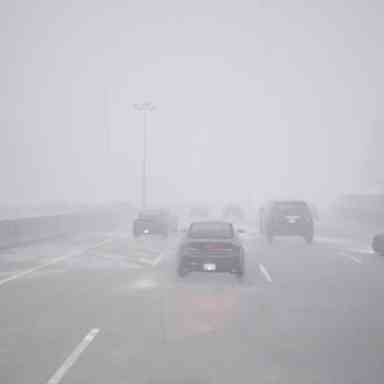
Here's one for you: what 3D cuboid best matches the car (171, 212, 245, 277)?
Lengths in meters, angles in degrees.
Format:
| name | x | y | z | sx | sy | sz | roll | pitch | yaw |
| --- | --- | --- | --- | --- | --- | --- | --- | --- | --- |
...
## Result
| name | x | y | z | sx | sy | sz | roll | pitch | yaw |
| --- | --- | --- | --- | --- | --- | --- | --- | --- | --- |
| car | 0.649 | 1.638 | 10.733 | 1.837 | 1.490 | 4.892 | 0 | 0 | 5 |

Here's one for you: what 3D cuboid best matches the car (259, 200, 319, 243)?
| name | x | y | z | sx | sy | sz | roll | pitch | yaw |
| --- | --- | --- | --- | --- | --- | --- | --- | --- | --- |
| car | 4.882 | 1.441 | 17.688 | 2.150 | 2.045 | 5.566 | 0 | -1 | 7 |

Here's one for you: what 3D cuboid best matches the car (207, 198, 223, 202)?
| name | x | y | z | sx | sy | sz | roll | pitch | yaw |
| --- | --- | --- | --- | --- | --- | --- | --- | --- | --- |
| car | 5.999 | 2.408 | 77.491 | 1.837 | 1.490 | 4.892 | 0 | -1 | 27 |

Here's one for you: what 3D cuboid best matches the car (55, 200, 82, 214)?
| name | x | y | z | sx | sy | sz | roll | pitch | yaw |
| --- | --- | --- | --- | --- | --- | --- | --- | --- | --- |
| car | -15.055 | 2.064 | 43.651 | 2.033 | 1.411 | 5.357 | 0 | -1 | 15 |

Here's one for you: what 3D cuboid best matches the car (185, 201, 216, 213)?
| name | x | y | z | sx | sy | sz | roll | pitch | yaw |
| --- | --- | --- | --- | --- | --- | --- | --- | --- | --- |
| car | 0.906 | 1.946 | 34.618 | 1.812 | 1.442 | 4.674 | 0 | -1 | 13 |

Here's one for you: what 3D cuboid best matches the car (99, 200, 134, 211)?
| name | x | y | z | sx | sy | sz | roll | pitch | yaw |
| --- | --- | --- | --- | --- | --- | --- | --- | --- | --- |
| car | -8.747 | 1.830 | 39.979 | 2.097 | 1.767 | 4.553 | 0 | -1 | 15 |

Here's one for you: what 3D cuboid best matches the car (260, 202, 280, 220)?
| name | x | y | z | sx | sy | sz | roll | pitch | yaw |
| --- | --- | --- | --- | --- | --- | --- | --- | --- | --- |
| car | 8.048 | 1.900 | 34.307 | 1.882 | 1.535 | 5.008 | 0 | -1 | 14 |

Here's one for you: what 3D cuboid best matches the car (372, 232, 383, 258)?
| name | x | y | z | sx | sy | sz | roll | pitch | yaw |
| --- | --- | --- | --- | --- | --- | --- | --- | --- | --- |
| car | 7.688 | 1.704 | 10.886 | 1.994 | 1.385 | 4.181 | 0 | -1 | 5 |

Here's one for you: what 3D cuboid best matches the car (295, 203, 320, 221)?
| name | x | y | z | sx | sy | sz | roll | pitch | yaw |
| --- | --- | --- | --- | --- | --- | --- | --- | --- | --- |
| car | 11.253 | 1.911 | 32.733 | 1.837 | 1.490 | 4.892 | 0 | -1 | 13 |

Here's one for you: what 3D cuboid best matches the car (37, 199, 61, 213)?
| name | x | y | z | sx | sy | sz | roll | pitch | yaw |
| --- | --- | --- | --- | --- | --- | --- | --- | --- | --- |
| car | -18.446 | 1.874 | 44.323 | 2.097 | 1.767 | 4.553 | 0 | -1 | 15 |

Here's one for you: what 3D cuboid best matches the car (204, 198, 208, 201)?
| name | x | y | z | sx | sy | sz | roll | pitch | yaw |
| --- | --- | --- | --- | --- | --- | --- | --- | --- | --- |
| car | 4.244 | 2.210 | 81.555 | 2.097 | 1.767 | 4.553 | 0 | -1 | 29 |

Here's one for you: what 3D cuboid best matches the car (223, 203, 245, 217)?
| name | x | y | z | sx | sy | sz | roll | pitch | yaw |
| --- | --- | --- | --- | --- | --- | --- | --- | --- | --- |
| car | 4.231 | 1.914 | 33.464 | 1.837 | 1.490 | 4.892 | 0 | -1 | 13 |

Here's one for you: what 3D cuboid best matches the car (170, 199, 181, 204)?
| name | x | y | z | sx | sy | sz | roll | pitch | yaw |
| --- | --- | --- | --- | --- | --- | --- | --- | --- | --- |
| car | -3.521 | 2.424 | 81.941 | 1.882 | 1.535 | 5.008 | 0 | -1 | 27 |

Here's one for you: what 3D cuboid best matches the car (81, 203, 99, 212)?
| name | x | y | z | sx | sy | sz | roll | pitch | yaw |
| --- | --- | --- | --- | --- | --- | --- | --- | --- | --- |
| car | -11.716 | 2.069 | 42.415 | 1.994 | 1.385 | 4.181 | 0 | -1 | 15 |

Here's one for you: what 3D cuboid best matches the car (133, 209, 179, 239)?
| name | x | y | z | sx | sy | sz | roll | pitch | yaw |
| --- | --- | --- | --- | --- | --- | --- | --- | --- | --- |
| car | -1.975 | 1.735 | 19.043 | 1.837 | 1.490 | 4.892 | 0 | -1 | 7 |

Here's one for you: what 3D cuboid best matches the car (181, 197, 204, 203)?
| name | x | y | z | sx | sy | sz | roll | pitch | yaw |
| --- | --- | --- | --- | --- | --- | --- | --- | --- | --- |
| car | 0.094 | 2.158 | 81.293 | 2.150 | 2.045 | 5.566 | 0 | -1 | 27 |
